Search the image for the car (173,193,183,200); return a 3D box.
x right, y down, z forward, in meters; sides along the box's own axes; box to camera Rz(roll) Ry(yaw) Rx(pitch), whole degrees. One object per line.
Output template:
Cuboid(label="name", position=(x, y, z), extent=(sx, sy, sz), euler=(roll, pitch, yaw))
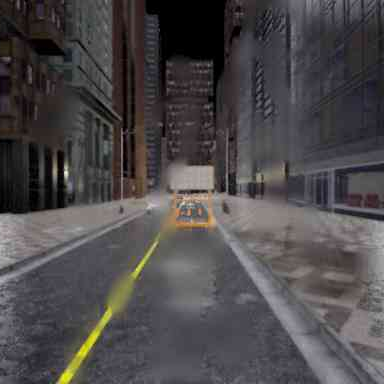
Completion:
Cuboid(label="car", position=(-3.003, 0.962, 71.838), extent=(1.895, 1.301, 4.718), euler=(0, 0, 0))

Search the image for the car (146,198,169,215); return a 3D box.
Cuboid(label="car", position=(-3.095, 1.274, 30.778), extent=(1.812, 1.442, 4.674), euler=(0, 0, 0))

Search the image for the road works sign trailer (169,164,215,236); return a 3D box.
Cuboid(label="road works sign trailer", position=(0.004, 0.320, 17.499), extent=(2.380, 3.560, 2.880), euler=(0, 0, 0))
